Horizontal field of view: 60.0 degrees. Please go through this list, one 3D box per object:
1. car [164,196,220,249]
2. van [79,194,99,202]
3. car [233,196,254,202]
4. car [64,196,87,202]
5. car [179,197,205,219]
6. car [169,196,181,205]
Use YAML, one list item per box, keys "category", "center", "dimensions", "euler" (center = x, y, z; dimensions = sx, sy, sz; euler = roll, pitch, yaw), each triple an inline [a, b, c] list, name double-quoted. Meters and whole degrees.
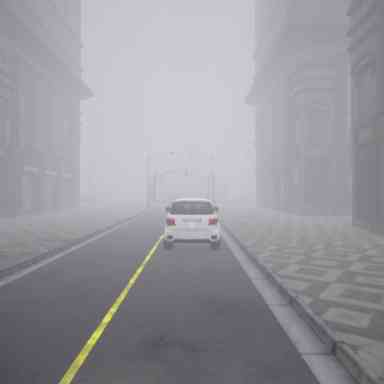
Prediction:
- category: "car"
  center: [0.000, 1.257, 14.682]
  dimensions: [2.150, 2.045, 5.566]
  euler: [0, 0, 0]
- category: "van"
  center: [-20.757, 1.286, 66.743]
  dimensions: [3.998, 1.788, 1.690]
  euler: [0, -1, 0]
- category: "car"
  center: [11.629, 1.505, 75.405]
  dimensions: [4.829, 1.417, 1.752]
  euler: [0, -1, 0]
- category: "car"
  center: [-26.294, 1.651, 75.275]
  dimensions: [4.507, 1.381, 1.887]
  euler: [0, -1, 0]
- category: "car"
  center: [0.000, 1.356, 29.623]
  dimensions: [2.097, 1.767, 4.553]
  euler: [0, 0, 0]
- category: "car"
  center: [-3.000, 1.473, 58.657]
  dimensions: [1.882, 1.535, 5.008]
  euler: [0, 0, 0]
